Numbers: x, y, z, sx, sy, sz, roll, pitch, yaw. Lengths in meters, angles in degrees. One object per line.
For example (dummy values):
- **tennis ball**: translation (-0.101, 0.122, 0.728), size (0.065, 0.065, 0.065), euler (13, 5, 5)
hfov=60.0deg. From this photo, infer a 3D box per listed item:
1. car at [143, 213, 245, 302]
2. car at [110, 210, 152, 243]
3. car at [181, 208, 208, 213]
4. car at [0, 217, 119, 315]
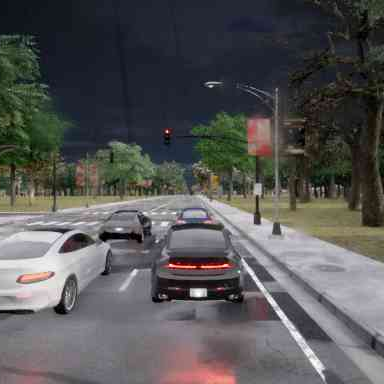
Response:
- **car**: translation (0.117, 1.505, 8.212), size (1.837, 1.490, 4.892), euler (0, 0, 0)
- **car**: translation (-3.118, 1.566, 16.209), size (1.994, 1.385, 4.181), euler (0, 0, 0)
- **car**: translation (0.134, 1.528, 17.283), size (1.812, 1.442, 4.674), euler (0, 0, 0)
- **car**: translation (-3.136, 1.526, 7.450), size (1.812, 1.442, 4.674), euler (0, 0, 0)
